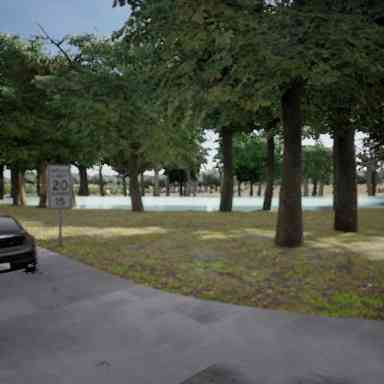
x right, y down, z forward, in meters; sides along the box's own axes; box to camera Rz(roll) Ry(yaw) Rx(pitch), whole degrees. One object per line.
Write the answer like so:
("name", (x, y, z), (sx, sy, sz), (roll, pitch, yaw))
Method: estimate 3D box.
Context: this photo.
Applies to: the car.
("car", (-5.724, 1.347, 9.049), (1.837, 1.490, 4.892), (-4, 3, -41))
